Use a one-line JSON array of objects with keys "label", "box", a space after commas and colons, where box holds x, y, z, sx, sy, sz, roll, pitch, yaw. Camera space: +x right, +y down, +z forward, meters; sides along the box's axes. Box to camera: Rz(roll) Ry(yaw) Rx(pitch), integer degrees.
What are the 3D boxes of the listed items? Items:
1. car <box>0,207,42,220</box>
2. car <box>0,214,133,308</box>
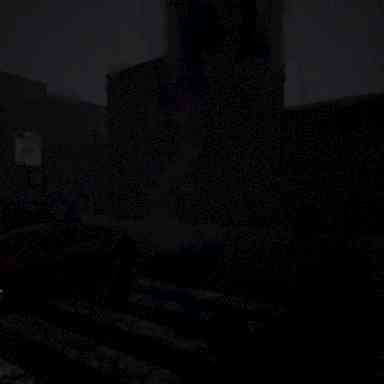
[{"label": "car", "box": [-8.042, 1.479, 11.086, 2.231, 1.521, 4.892, 0, 0, 36]}, {"label": "car", "box": [-3.530, 1.509, 7.838, 2.163, 1.488, 4.792, 0, 0, 36]}]
